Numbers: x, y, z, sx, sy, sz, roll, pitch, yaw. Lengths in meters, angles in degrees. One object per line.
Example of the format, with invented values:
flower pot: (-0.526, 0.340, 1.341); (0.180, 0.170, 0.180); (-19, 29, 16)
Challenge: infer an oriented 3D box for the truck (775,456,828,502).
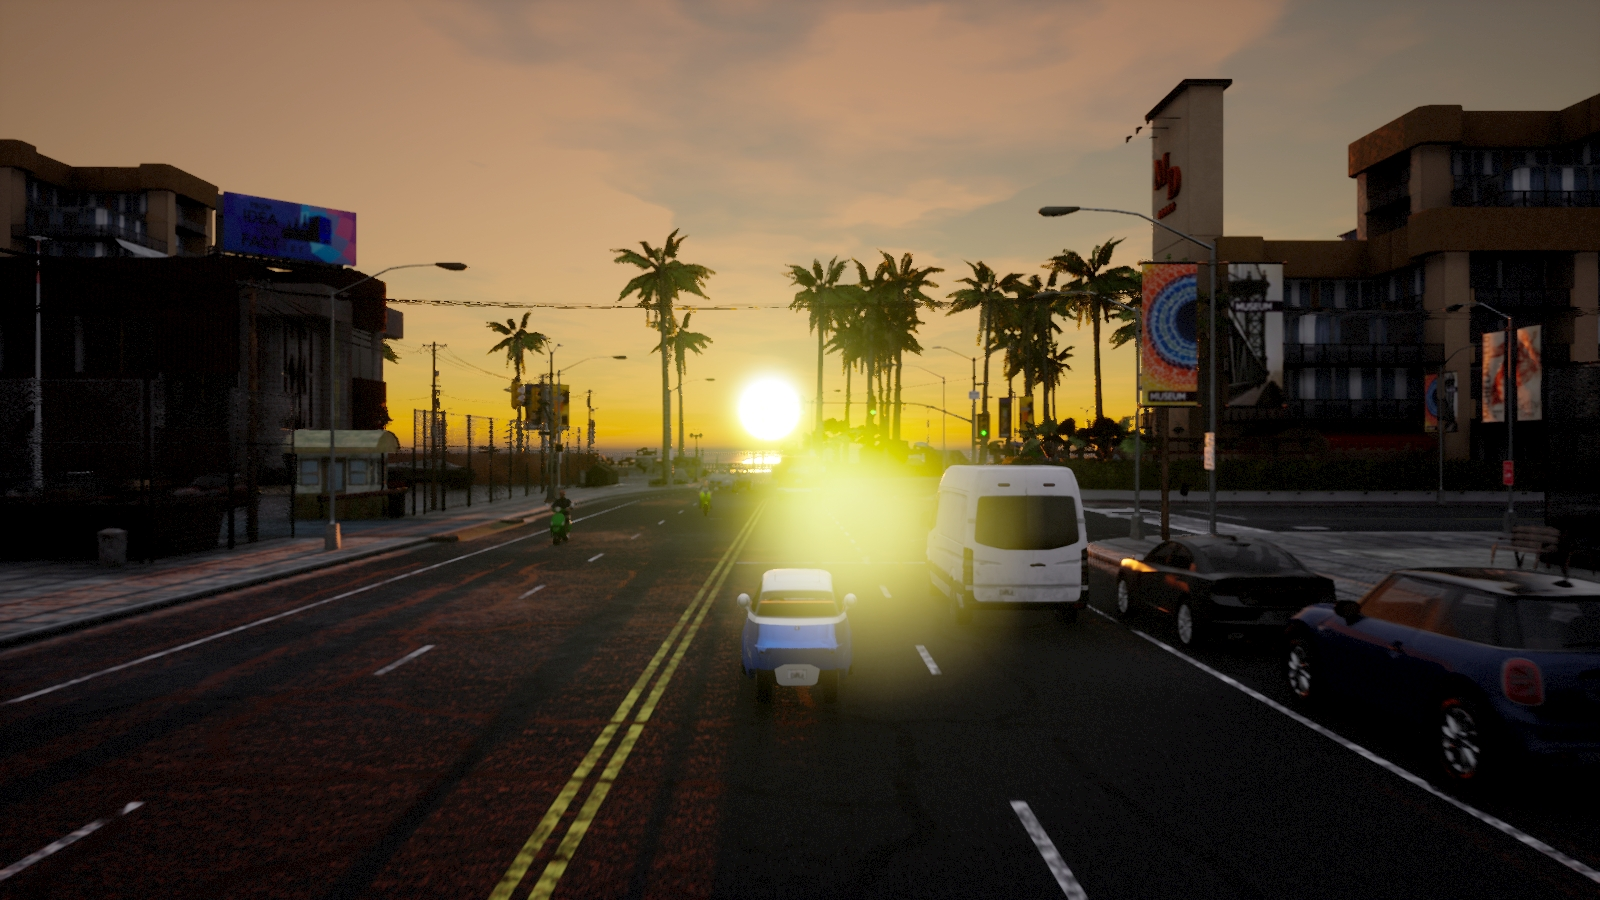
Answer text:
truck: (0.127, 1.578, 64.956); (2.627, 2.467, 5.204); (0, 0, 4)

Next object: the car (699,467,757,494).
car: (-4.746, 1.980, 75.886); (2.242, 1.667, 4.611); (0, 0, 18)

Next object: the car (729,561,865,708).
car: (-0.033, 2.123, 13.555); (1.481, 1.376, 2.207); (0, 0, 0)

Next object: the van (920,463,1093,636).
van: (3.444, 1.538, 20.277); (1.988, 2.561, 5.915); (0, 0, 0)
